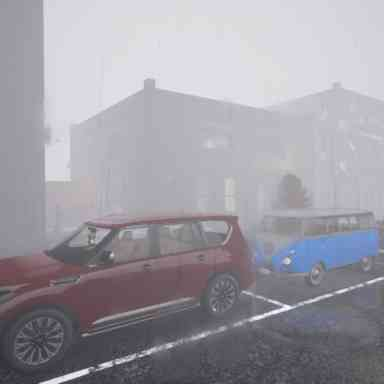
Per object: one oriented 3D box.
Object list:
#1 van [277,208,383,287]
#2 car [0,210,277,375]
[{"bbox_3d":[3.404,1.339,9.002,3.998,1.788,1.690,0,-1,-36],"label":"van"},{"bbox_3d":[-1.110,1.314,5.777,5.009,1.841,2.192,0,-1,-36],"label":"car"}]
